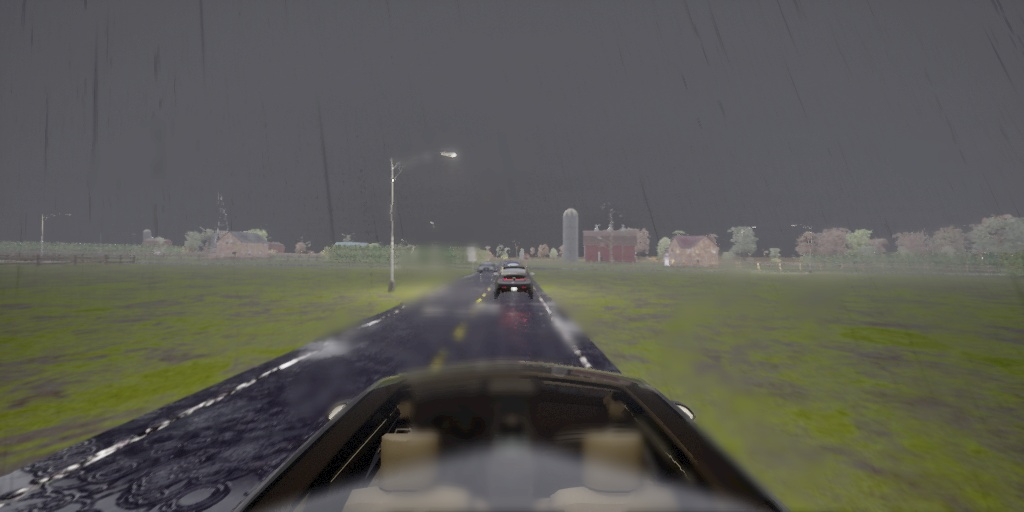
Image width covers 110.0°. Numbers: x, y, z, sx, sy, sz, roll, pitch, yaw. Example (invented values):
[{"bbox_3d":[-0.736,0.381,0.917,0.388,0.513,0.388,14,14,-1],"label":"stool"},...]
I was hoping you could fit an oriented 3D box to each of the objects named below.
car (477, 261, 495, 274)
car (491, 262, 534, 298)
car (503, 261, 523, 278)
[{"bbox_3d":[-2.812,1.316,41.216,1.994,1.385,4.181,0,0,0],"label":"car"},{"bbox_3d":[0.099,1.249,18.514,1.837,1.490,4.892,0,0,0],"label":"car"},{"bbox_3d":[0.097,1.274,35.200,1.812,1.442,4.674,0,0,0],"label":"car"}]
